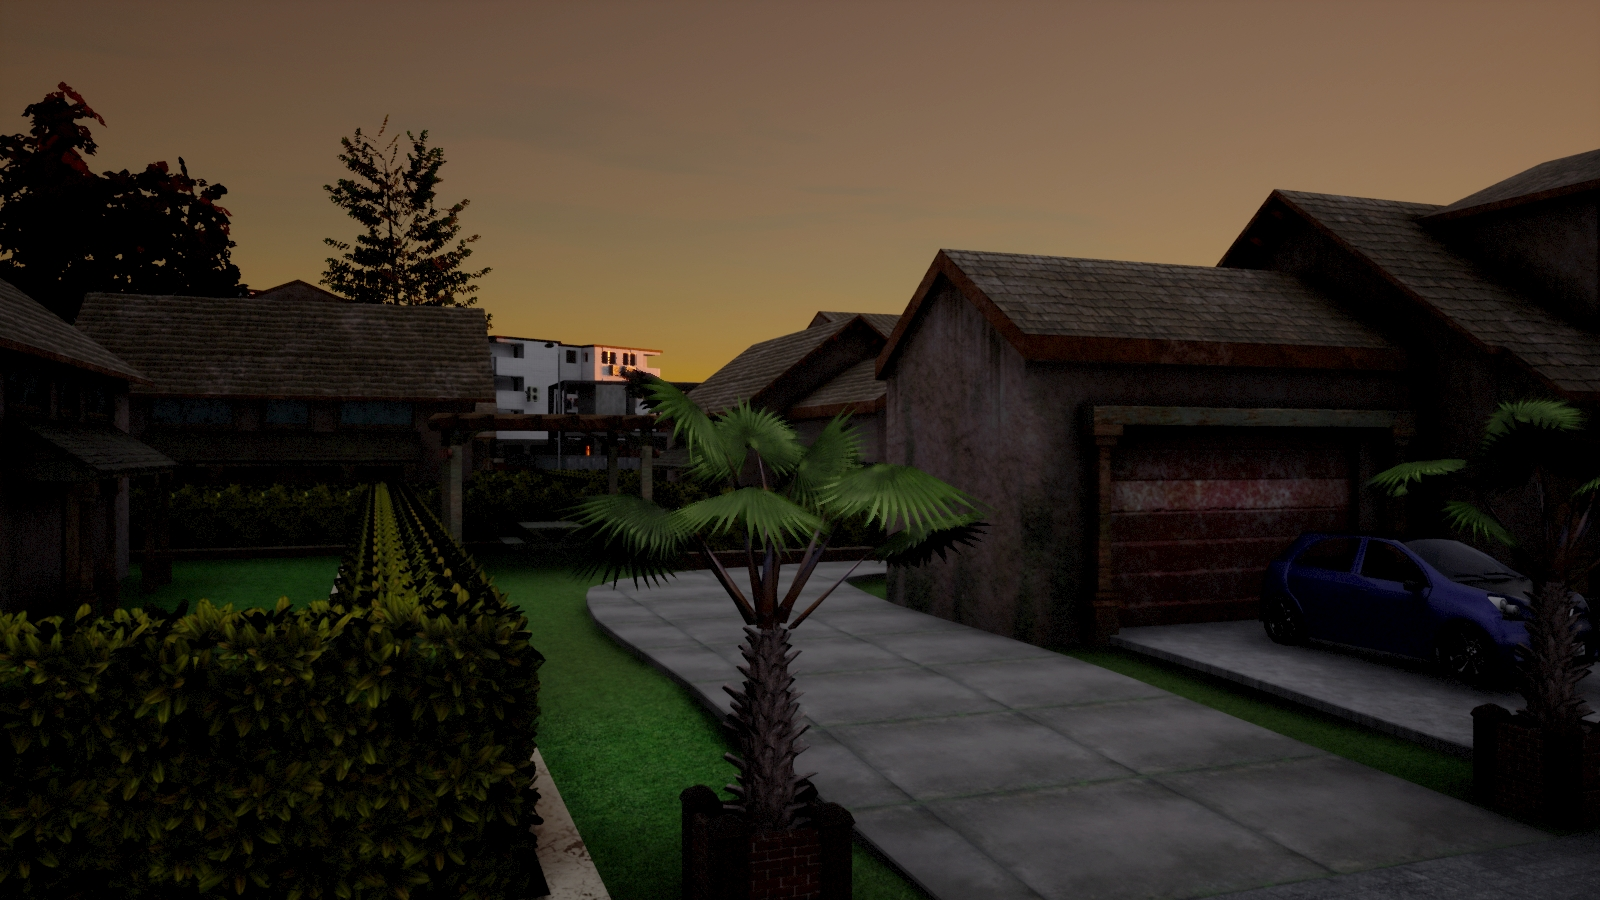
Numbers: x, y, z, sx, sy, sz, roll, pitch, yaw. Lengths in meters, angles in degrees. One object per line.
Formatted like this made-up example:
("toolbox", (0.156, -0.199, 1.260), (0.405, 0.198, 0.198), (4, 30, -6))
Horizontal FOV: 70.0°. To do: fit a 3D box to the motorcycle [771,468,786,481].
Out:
("motorcycle", (-1.939, 2.199, 102.837), (0.803, 1.199, 2.033), (0, 0, -20))
